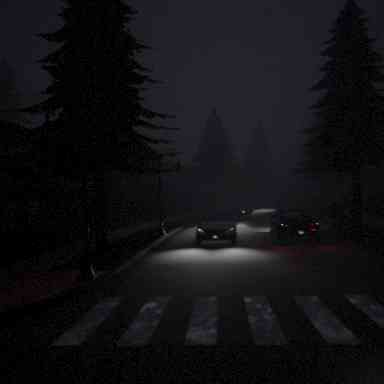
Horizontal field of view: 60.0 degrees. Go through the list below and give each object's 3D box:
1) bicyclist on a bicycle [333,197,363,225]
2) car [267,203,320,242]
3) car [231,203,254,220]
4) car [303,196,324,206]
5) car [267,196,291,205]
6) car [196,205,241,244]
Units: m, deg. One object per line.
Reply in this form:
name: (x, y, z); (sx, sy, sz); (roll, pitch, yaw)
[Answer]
bicyclist on a bicycle: (9.124, 1.136, 19.472); (1.656, 1.620, 0.582); (-3, 0, 11)
car: (4.944, 1.510, 16.339); (1.812, 1.442, 4.674); (-2, 0, 8)
car: (4.031, 1.656, 28.413); (1.895, 1.301, 4.718); (-2, 0, 18)
car: (16.231, 1.185, 43.947); (2.033, 1.411, 5.357); (-2, 0, 37)
car: (11.338, 1.314, 43.340); (2.128, 1.511, 4.902); (-2, 0, 35)
car: (1.355, 1.648, 16.670); (1.812, 1.442, 4.674); (-2, 0, 9)
